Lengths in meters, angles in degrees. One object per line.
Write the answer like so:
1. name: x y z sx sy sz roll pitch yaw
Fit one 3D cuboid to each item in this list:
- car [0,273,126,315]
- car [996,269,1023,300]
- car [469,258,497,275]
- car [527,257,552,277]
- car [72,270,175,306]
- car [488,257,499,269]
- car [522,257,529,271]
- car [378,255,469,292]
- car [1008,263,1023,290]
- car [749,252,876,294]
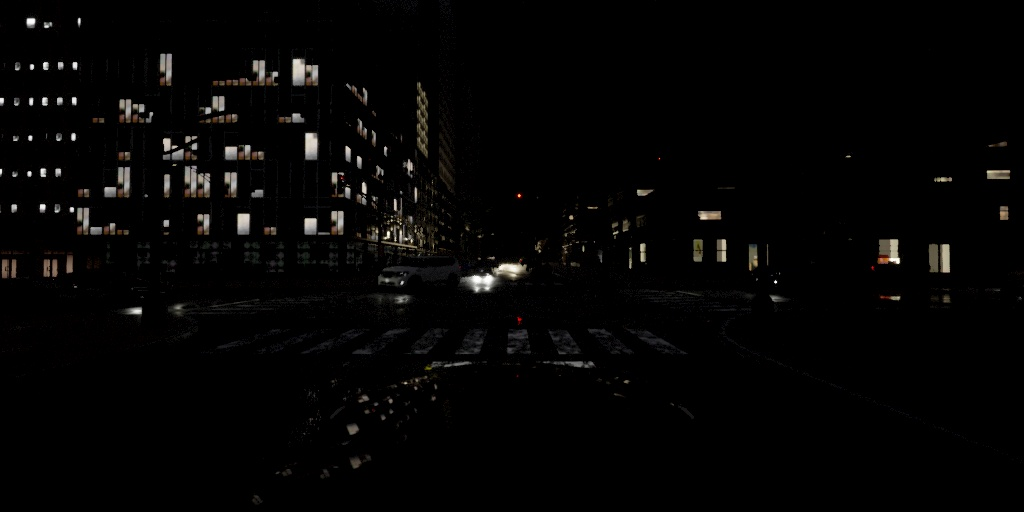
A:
1. car: -17.391 1.413 13.206 4.207 1.307 1.802 0 0 1
2. car: 20.717 0.994 12.746 4.829 1.417 1.751 0 0 1
3. car: -3.008 1.246 38.371 2.128 1.511 4.902 0 0 0
4. car: 2.774 1.194 34.995 1.967 1.591 4.097 0 0 0
5. car: -17.858 1.359 15.819 5.008 1.535 1.882 -1 -1 1
6. car: -2.950 1.281 55.679 1.812 1.442 4.674 0 0 0
7. car: 2.802 1.070 46.343 2.192 1.841 5.009 0 0 0
8. car: -5.377 0.983 21.926 2.150 2.045 5.566 1 1 31
9. car: 29.033 1.056 18.445 4.181 1.385 1.994 -1 -1 1
10. car: 15.505 0.842 18.643 5.566 2.045 2.150 0 -1 -1
